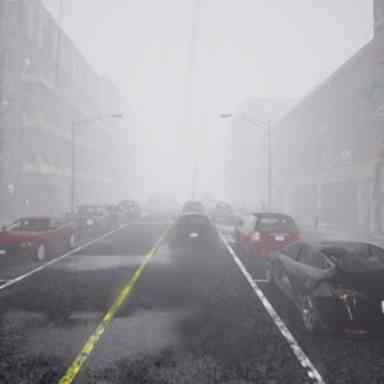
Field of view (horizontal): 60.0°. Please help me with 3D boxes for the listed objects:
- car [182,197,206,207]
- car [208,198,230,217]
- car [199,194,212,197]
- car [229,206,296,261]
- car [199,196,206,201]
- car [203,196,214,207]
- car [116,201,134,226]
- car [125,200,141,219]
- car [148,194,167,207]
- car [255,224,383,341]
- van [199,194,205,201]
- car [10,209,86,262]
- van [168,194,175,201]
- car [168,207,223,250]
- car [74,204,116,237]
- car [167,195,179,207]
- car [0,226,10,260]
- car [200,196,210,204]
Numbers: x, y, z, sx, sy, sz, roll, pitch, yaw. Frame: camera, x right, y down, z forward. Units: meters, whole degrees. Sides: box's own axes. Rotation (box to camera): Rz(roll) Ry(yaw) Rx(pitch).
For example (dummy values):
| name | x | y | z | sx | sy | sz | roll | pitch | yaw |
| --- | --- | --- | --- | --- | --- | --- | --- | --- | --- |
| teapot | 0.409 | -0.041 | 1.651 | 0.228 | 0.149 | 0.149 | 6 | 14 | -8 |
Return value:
| name | x | y | z | sx | sy | sz | roll | pitch | yaw |
| --- | --- | --- | --- | --- | --- | --- | --- | --- | --- |
| car | 0.076 | 1.504 | 30.477 | 1.882 | 1.535 | 5.008 | 0 | 0 | 0 |
| car | 2.695 | 1.551 | 29.436 | 1.752 | 1.417 | 4.829 | 0 | 0 | 0 |
| car | 2.693 | 1.395 | 57.718 | 2.192 | 1.841 | 5.009 | 0 | 0 | 0 |
| car | 2.697 | 1.447 | 12.197 | 1.967 | 1.590 | 4.097 | 0 | 0 | 0 |
| car | 2.688 | 1.746 | 86.168 | 1.802 | 1.307 | 4.206 | 0 | 0 | 0 |
| car | 2.349 | 1.566 | 39.668 | 1.812 | 1.442 | 4.674 | 0 | 0 | 0 |
| car | -5.686 | 1.564 | 23.580 | 1.887 | 1.381 | 4.507 | 0 | 0 | 0 |
| car | -5.685 | 1.466 | 29.269 | 1.967 | 1.590 | 4.097 | 0 | 0 | 0 |
| car | -5.687 | 1.381 | 52.029 | 2.192 | 1.841 | 5.009 | 0 | 0 | 0 |
| car | 2.696 | 1.569 | 6.506 | 1.947 | 1.339 | 4.313 | 0 | 0 | 0 |
| van | 2.689 | 1.526 | 91.857 | 1.690 | 1.788 | 3.998 | 0 | 0 | 0 |
| car | -5.685 | 1.552 | 12.201 | 1.887 | 1.381 | 4.507 | 0 | 0 | 0 |
| van | -5.690 | 1.526 | 91.858 | 1.690 | 1.788 | 3.998 | 0 | 0 | 0 |
| car | 0.071 | 1.573 | 14.297 | 1.994 | 1.385 | 4.181 | 0 | 0 | 0 |
| car | -5.684 | 1.453 | 17.891 | 1.967 | 1.590 | 4.097 | 0 | 0 | 0 |
| car | -3.067 | 1.617 | 53.234 | 2.033 | 1.411 | 5.357 | 0 | 0 | 0 |
| car | -5.684 | 1.585 | 6.510 | 1.802 | 1.307 | 4.206 | 0 | 0 | 0 |
| car | 2.691 | 1.550 | 69.098 | 1.967 | 1.590 | 4.097 | 0 | 0 | 0 |
